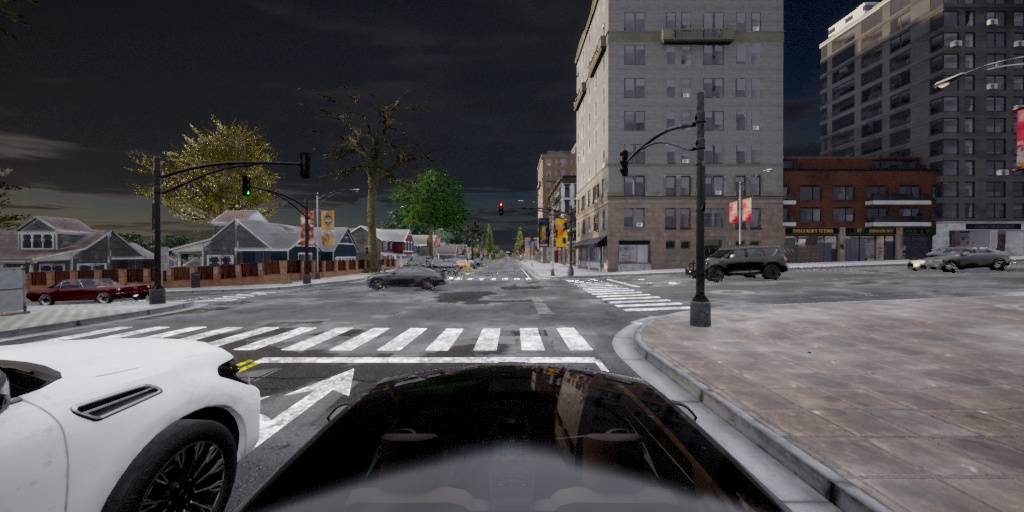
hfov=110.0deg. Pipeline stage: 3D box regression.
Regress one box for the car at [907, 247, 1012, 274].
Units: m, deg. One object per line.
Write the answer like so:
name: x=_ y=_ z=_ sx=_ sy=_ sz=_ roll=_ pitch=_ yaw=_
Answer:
car: x=27.221 y=0.215 z=21.939 sx=4.902 sy=1.511 sz=2.128 roll=-2 pitch=0 yaw=0

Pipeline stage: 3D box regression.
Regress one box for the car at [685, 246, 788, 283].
car: x=13.609 y=0.460 z=21.890 sx=5.566 sy=2.045 sz=2.150 roll=-2 pitch=0 yaw=0

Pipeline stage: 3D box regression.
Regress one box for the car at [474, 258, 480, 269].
car: x=-6.646 y=1.332 z=57.029 sx=1.812 sy=1.442 sz=4.674 roll=0 pitch=0 yaw=0

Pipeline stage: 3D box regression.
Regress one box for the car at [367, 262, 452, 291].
car: x=-6.251 y=1.292 z=21.576 sx=4.674 sy=1.442 sz=1.812 roll=0 pitch=0 yaw=-1

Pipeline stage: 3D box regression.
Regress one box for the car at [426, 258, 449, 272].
car: x=-9.890 y=1.135 z=48.065 sx=2.097 sy=1.767 sz=4.553 roll=0 pitch=0 yaw=0

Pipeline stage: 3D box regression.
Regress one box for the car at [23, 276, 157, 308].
car: x=-21.640 y=1.806 z=18.534 sx=4.718 sy=1.301 sz=1.895 roll=-2 pitch=0 yaw=0

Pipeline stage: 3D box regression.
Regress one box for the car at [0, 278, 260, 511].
car: x=-3.145 y=0.972 z=0.558 sx=2.150 sy=2.045 sz=5.566 roll=0 pitch=0 yaw=0

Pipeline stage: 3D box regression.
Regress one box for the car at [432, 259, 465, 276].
car: x=-6.633 y=1.315 z=37.900 sx=2.033 sy=1.411 sz=5.357 roll=0 pitch=0 yaw=0

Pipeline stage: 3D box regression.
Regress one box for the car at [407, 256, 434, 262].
car: x=-9.880 y=0.990 z=38.593 sx=2.150 sy=2.045 sz=5.566 roll=0 pitch=0 yaw=0

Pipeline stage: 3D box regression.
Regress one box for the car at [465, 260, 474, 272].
car: x=-6.643 y=1.260 z=47.692 sx=1.882 sy=1.535 sz=5.008 roll=0 pitch=0 yaw=0
